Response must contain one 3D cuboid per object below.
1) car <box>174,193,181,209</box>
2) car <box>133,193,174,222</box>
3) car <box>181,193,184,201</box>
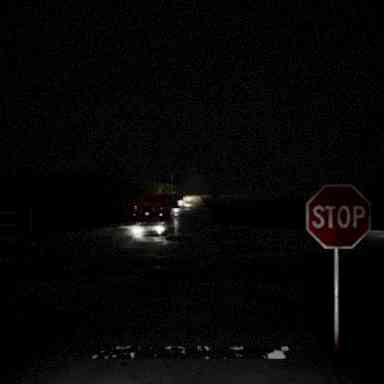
[{"bbox_3d":[-2.674,1.233,41.516,1.837,1.490,4.892,0,1,0],"label":"car"},{"bbox_3d":[-2.919,1.109,25.354,2.150,2.045,5.566,0,0,3],"label":"car"},{"bbox_3d":[-2.628,0.890,64.854,2.128,1.511,4.902,0,1,0],"label":"car"}]
